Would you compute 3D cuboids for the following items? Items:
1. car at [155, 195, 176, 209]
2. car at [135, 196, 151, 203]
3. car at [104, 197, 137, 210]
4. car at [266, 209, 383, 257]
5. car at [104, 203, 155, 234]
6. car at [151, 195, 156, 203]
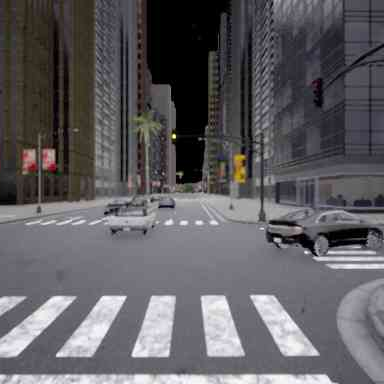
[{"bbox_3d":[-3.142,1.350,42.483,1.994,1.385,4.181,0,0,0],"label":"car"},{"bbox_3d":[-6.581,1.295,41.163,1.837,1.490,4.892,0,1,0],"label":"car"},{"bbox_3d":[-6.579,1.402,30.144,1.994,1.385,4.181,0,0,1],"label":"car"},{"bbox_3d":[4.942,1.363,12.204,4.902,1.511,2.128,0,-1,-30],"label":"car"},{"bbox_3d":[-3.149,1.495,18.334,1.895,1.301,4.718,0,0,0],"label":"car"},{"bbox_3d":[-6.502,1.275,60.669,2.033,1.411,5.357,0,0,0],"label":"car"}]
